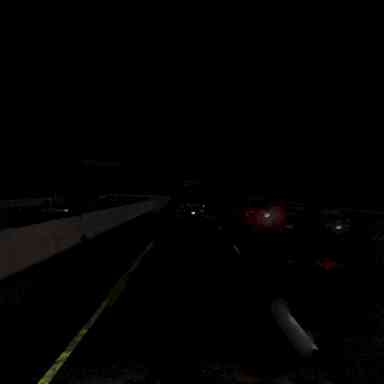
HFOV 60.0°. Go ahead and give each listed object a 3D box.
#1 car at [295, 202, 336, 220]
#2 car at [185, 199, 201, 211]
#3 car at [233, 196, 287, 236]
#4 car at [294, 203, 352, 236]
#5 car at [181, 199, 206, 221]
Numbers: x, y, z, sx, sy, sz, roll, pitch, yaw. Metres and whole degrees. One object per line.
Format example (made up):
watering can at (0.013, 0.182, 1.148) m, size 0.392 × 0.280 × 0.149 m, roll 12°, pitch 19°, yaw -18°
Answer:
car at (10.603, 1.615, 28.969) m, size 1.895 × 1.301 × 4.718 m, roll 0°, pitch 0°, yaw 0°
car at (0.125, 1.619, 43.112) m, size 1.895 × 1.301 × 4.718 m, roll 0°, pitch 0°, yaw 0°
car at (3.603, 1.231, 18.538) m, size 2.150 × 2.045 × 5.566 m, roll 0°, pitch 0°, yaw 0°
car at (7.103, 1.535, 18.392) m, size 1.812 × 1.442 × 4.674 m, roll 0°, pitch 0°, yaw 0°
car at (0.100, 1.577, 27.378) m, size 1.994 × 1.385 × 4.181 m, roll 0°, pitch 0°, yaw 0°
